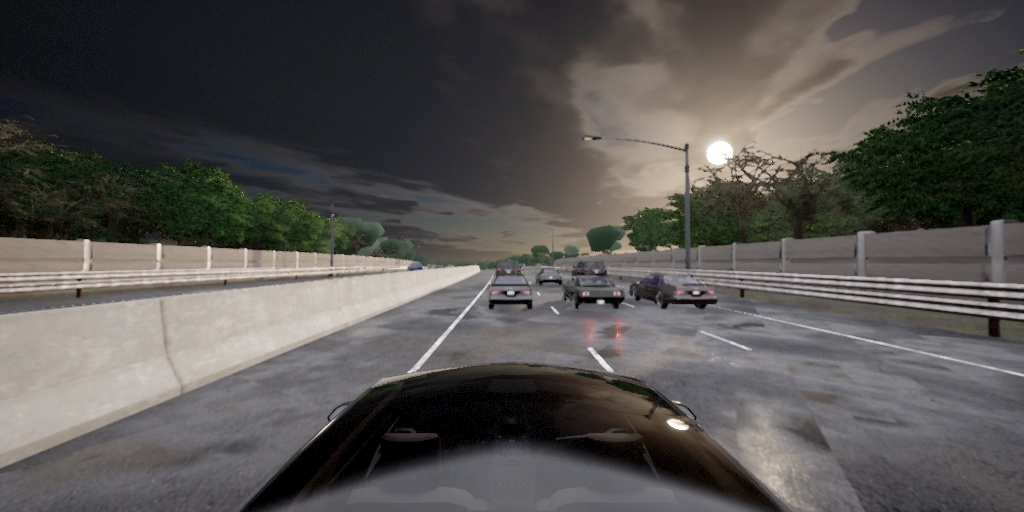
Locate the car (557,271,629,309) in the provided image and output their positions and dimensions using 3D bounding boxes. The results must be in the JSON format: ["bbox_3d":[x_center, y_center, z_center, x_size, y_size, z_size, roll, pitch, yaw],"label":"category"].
[{"bbox_3d":[3.429,1.530,16.123,1.895,1.301,4.718,0,-1,-1],"label":"car"}]

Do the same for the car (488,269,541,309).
[{"bbox_3d":[-0.070,1.474,15.968,2.033,1.411,5.357,0,-1,-1],"label":"car"}]

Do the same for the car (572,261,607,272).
[{"bbox_3d":[6.664,1.426,31.227,2.150,2.045,5.566,0,-1,-1],"label":"car"}]

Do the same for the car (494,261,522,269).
[{"bbox_3d":[-0.334,1.423,31.060,2.150,2.045,5.566,0,-1,-1],"label":"car"}]

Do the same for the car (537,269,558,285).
[{"bbox_3d":[3.160,1.778,31.416,1.994,1.385,4.181,0,-1,-1],"label":"car"}]

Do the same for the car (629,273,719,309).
[{"bbox_3d":[6.929,1.475,16.044,2.033,1.411,5.357,0,-1,-1],"label":"car"}]
